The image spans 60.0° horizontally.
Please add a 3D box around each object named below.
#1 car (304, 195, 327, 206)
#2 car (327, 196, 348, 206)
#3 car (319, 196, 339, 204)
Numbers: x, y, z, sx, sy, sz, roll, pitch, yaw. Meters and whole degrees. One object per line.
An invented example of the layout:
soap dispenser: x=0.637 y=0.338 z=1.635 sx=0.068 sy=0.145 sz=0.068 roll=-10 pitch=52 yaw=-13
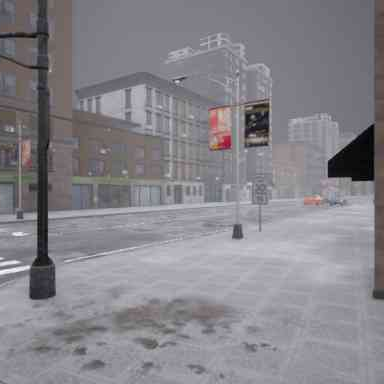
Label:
car: x=19.111 y=1.185 z=52.030 sx=2.097 sy=1.767 sz=4.553 roll=0 pitch=0 yaw=35
car: x=22.704 y=1.378 z=51.482 sx=2.033 sy=1.411 sz=5.357 roll=0 pitch=0 yaw=34
car: x=24.864 y=1.375 z=60.288 sx=2.033 sy=1.411 sz=5.357 roll=0 pitch=0 yaw=37
